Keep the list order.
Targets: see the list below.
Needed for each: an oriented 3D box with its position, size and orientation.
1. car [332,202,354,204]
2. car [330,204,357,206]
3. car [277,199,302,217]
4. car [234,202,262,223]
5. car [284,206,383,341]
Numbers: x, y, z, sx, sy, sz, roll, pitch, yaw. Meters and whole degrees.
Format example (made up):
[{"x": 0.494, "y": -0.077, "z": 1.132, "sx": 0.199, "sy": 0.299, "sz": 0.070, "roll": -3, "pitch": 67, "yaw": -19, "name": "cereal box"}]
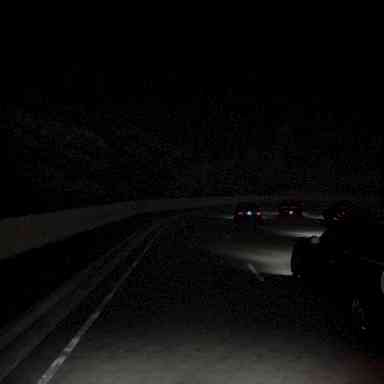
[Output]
[{"x": 11.137, "y": 1.461, "z": 24.561, "sx": 2.033, "sy": 1.411, "sz": 5.357, "roll": 0, "pitch": 0, "yaw": 8, "name": "car"}, {"x": 7.084, "y": 1.456, "z": 13.521, "sx": 1.837, "sy": 1.490, "sz": 4.892, "roll": 0, "pitch": 0, "yaw": 0, "name": "car"}, {"x": 8.682, "y": 1.400, "z": 29.565, "sx": 1.837, "sy": 1.490, "sz": 4.892, "roll": -1, "pitch": 0, "yaw": 14, "name": "car"}, {"x": 4.121, "y": 1.460, "z": 24.568, "sx": 2.033, "sy": 1.411, "sz": 5.357, "roll": 0, "pitch": 0, "yaw": 7, "name": "car"}, {"x": 3.564, "y": 1.327, "z": 6.637, "sx": 2.097, "sy": 1.767, "sz": 4.553, "roll": 0, "pitch": 0, "yaw": 0, "name": "car"}]
